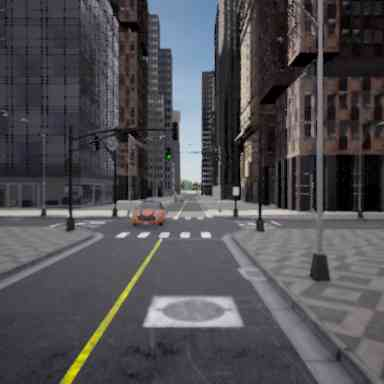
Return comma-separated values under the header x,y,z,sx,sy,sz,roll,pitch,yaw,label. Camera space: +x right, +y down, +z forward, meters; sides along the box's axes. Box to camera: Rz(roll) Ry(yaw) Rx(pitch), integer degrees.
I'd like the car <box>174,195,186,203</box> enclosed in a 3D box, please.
x,y,z,sx,sy,sz,roll,pitch,yaw,label
-3.012,1.835,77.854,1.994,1.385,4.181,0,0,0,car

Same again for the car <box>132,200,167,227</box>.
x,y,z,sx,sy,sz,roll,pitch,yaw,label
-2.995,1.428,24.142,2.097,1.767,4.553,0,1,0,car
